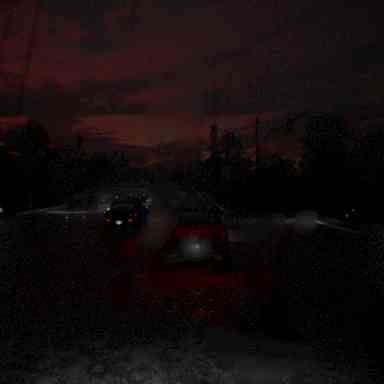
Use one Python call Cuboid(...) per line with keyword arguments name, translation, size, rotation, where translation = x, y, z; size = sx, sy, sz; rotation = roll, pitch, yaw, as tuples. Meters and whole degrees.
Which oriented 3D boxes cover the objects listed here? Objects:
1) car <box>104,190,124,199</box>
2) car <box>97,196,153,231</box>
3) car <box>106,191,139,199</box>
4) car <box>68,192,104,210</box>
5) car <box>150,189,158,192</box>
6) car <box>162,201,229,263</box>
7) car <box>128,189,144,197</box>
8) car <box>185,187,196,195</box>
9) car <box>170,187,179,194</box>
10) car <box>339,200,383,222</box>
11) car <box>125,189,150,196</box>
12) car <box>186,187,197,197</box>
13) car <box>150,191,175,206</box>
Cuboid(name="car", translation=(-10.534, 0.686, 42.207), size=(2.128, 1.511, 4.902), rotation=(0, 1, 0))
Cuboid(name="car", translation=(-3.400, 1.186, 17.781), size=(1.812, 1.442, 4.674), rotation=(0, 1, 0))
Cuboid(name="car", translation=(-7.080, 0.915, 34.134), size=(1.994, 1.385, 4.181), rotation=(0, 1, 0))
Cuboid(name="car", translation=(-10.583, 0.855, 32.720), size=(1.882, 1.535, 5.008), rotation=(0, 1, 0))
Cuboid(name="car", translation=(-6.997, 0.501, 52.838), size=(1.994, 1.385, 4.181), rotation=(0, 2, 0))
Cuboid(name="car", translation=(0.101, 1.263, 11.176), size=(1.882, 1.535, 5.008), rotation=(0, 1, 0))
Cuboid(name="car", translation=(-10.509, 0.169, 62.896), size=(2.033, 1.411, 5.357), rotation=(0, 2, 0))
Cuboid(name="car", translation=(-0.401, -0.296, 74.607), size=(2.128, 1.511, 4.902), rotation=(0, 2, -5))
Cuboid(name="car", translation=(-3.884, -0.284, 74.227), size=(1.812, 1.442, 4.674), rotation=(0, 2, -5))
Cuboid(name="car", translation=(12.076, 1.194, 21.379), size=(4.718, 1.301, 1.895), rotation=(0, 1, -3))
Cuboid(name="car", translation=(-7.033, 0.706, 42.888), size=(1.812, 1.442, 4.674), rotation=(0, 1, 1))
Cuboid(name="car", translation=(-0.009, 0.123, 64.258), size=(2.033, 1.411, 5.357), rotation=(0, 2, 0))
Cuboid(name="car", translation=(-3.398, 0.869, 38.508), size=(1.895, 1.301, 4.718), rotation=(0, 1, 0))
